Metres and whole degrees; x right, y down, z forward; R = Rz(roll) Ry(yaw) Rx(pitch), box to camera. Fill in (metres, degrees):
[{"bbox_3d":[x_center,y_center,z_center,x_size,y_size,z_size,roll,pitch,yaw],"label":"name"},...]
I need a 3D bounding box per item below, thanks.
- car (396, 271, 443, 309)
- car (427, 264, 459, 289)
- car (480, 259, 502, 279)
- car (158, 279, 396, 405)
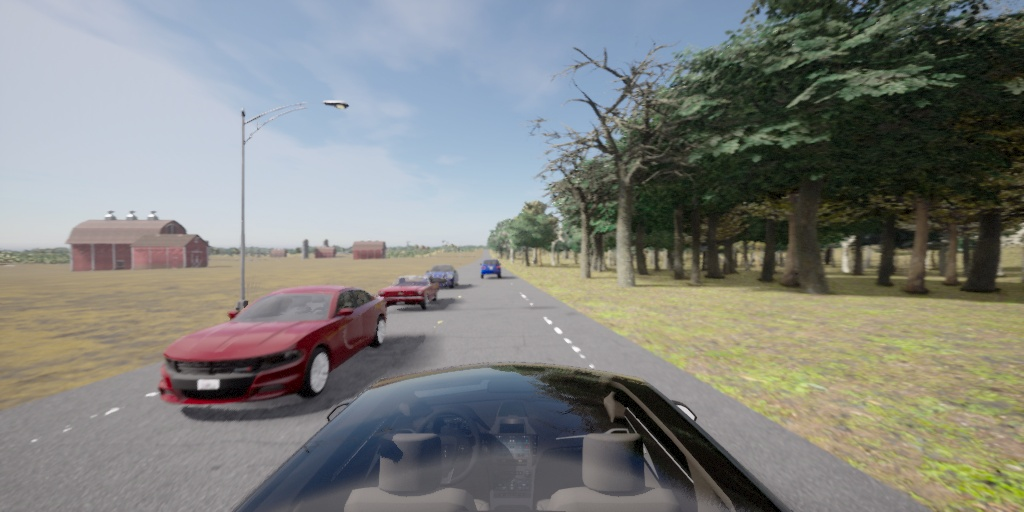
[{"bbox_3d":[-4.487,1.557,16.210,1.895,1.301,4.718,0,-1,-4],"label":"car"},{"bbox_3d":[-5.145,1.417,26.481,2.097,1.767,4.553,0,-1,-3],"label":"car"},{"bbox_3d":[-2.305,1.369,39.165,2.150,2.045,5.566,0,0,-4],"label":"car"},{"bbox_3d":[-3.866,1.321,6.855,1.882,1.535,5.008,0,-1,-4],"label":"car"}]
